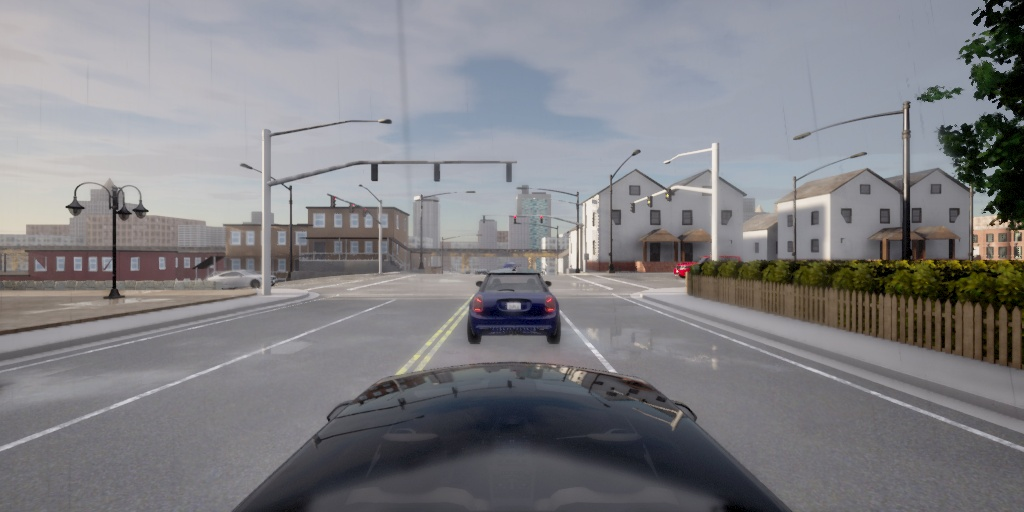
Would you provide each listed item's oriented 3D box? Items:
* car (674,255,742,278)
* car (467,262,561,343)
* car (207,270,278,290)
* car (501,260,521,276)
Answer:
[{"bbox_3d":[17.030,0.971,30.987,5.566,2.045,2.150,0,0,-1],"label":"car"},{"bbox_3d":[0.052,1.102,9.862,2.097,1.767,4.553,0,0,0],"label":"car"},{"bbox_3d":[-20.082,1.768,26.668,4.674,1.442,1.812,-4,0,-1],"label":"car"},{"bbox_3d":[-0.062,1.396,39.654,1.812,1.442,4.674,0,-6,5],"label":"car"}]
